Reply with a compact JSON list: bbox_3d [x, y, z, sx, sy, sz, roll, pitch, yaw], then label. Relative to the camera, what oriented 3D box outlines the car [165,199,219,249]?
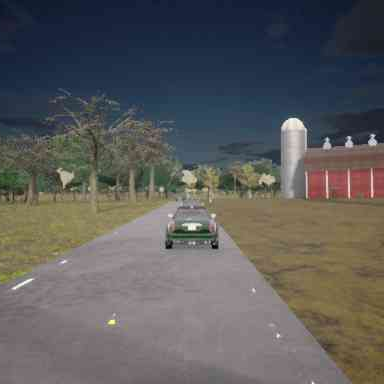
[{"bbox_3d":[0.000,1.368,14.620,2.097,1.767,4.553,0,0,0],"label":"car"}]

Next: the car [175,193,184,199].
[{"bbox_3d":[-2.750,1.232,76.682,2.150,2.045,5.566,0,0,0],"label":"car"}]

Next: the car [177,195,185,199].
[{"bbox_3d":[0.000,1.368,29.620,2.097,1.767,4.553,0,0,0],"label":"car"}]
